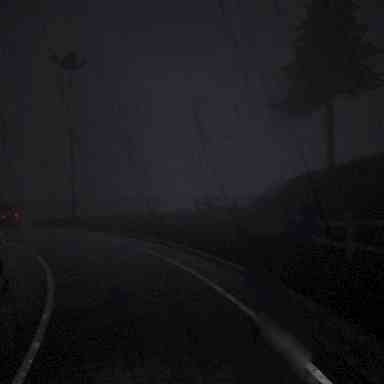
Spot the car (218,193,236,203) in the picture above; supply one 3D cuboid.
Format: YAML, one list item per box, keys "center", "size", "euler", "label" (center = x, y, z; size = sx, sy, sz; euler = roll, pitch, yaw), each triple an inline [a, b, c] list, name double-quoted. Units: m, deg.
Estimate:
- center: [6.946, 0.878, 48.644]
  size: [5.357, 1.411, 2.033]
  euler: [-2, 1, -31]
  label: "car"

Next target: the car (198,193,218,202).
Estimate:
- center: [3.235, 0.853, 54.560]
  size: [4.902, 1.511, 2.128]
  euler: [-2, 1, -31]
  label: "car"

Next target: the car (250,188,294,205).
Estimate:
- center: [10.538, 0.525, 42.648]
  size: [5.566, 2.045, 2.150]
  euler: [-2, 1, -31]
  label: "car"

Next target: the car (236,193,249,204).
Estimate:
- center: [8.845, 0.840, 45.707]
  size: [4.674, 1.442, 1.812]
  euler: [-2, 1, -31]
  label: "car"

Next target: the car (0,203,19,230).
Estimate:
- center: [-12.648, 1.456, 20.160]
  size: [4.553, 1.767, 2.097]
  euler: [-1, 1, 29]
  label: "car"
